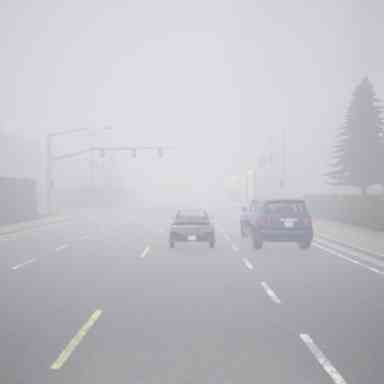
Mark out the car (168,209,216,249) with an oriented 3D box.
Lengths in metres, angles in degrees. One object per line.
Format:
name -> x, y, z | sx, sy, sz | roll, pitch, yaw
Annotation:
car -> 0.000, 1.494, 14.650 | 2.128, 1.511, 4.902 | 0, 0, 0

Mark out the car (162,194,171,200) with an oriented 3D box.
car -> -7.000, 1.348, 92.135 | 2.097, 1.767, 4.553 | 0, 0, 0

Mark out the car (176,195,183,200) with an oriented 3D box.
car -> -3.500, 1.533, 92.105 | 2.033, 1.411, 5.357 | 0, 0, 0

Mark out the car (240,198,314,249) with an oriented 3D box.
car -> 3.500, 1.257, 14.680 | 2.150, 2.045, 5.566 | 0, 0, 0
